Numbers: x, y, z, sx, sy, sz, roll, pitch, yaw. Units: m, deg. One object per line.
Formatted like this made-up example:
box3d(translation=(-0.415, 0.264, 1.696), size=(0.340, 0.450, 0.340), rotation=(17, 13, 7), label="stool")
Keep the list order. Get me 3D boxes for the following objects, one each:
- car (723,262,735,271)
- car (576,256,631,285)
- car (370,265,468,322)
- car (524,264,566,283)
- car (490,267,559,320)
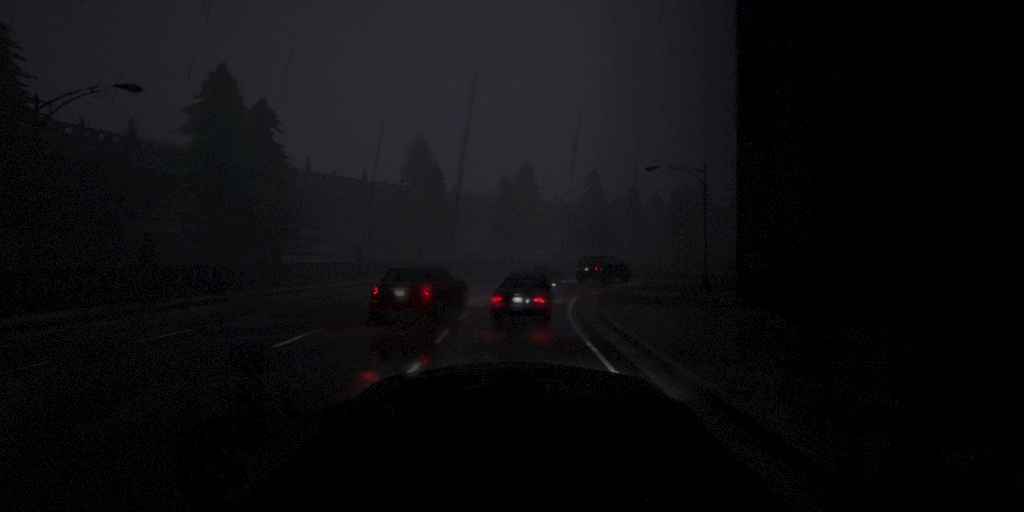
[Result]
box3d(translation=(29.645, 1.130, 45.948), size=(4.553, 1.767, 2.097), rotation=(0, 0, 0), label="car")
box3d(translation=(6.778, 0.989, 26.343), size=(2.150, 2.045, 5.566), rotation=(-1, 0, 40), label="car")
box3d(translation=(-2.989, 1.107, 12.520), size=(2.097, 1.767, 4.553), rotation=(0, 0, 7), label="car")
box3d(translation=(1.910, 1.311, 25.733), size=(2.033, 1.411, 5.357), rotation=(0, 0, 35), label="car")
box3d(translation=(0.521, 1.304, 12.652), size=(2.033, 1.411, 5.357), rotation=(0, 0, 8), label="car")
